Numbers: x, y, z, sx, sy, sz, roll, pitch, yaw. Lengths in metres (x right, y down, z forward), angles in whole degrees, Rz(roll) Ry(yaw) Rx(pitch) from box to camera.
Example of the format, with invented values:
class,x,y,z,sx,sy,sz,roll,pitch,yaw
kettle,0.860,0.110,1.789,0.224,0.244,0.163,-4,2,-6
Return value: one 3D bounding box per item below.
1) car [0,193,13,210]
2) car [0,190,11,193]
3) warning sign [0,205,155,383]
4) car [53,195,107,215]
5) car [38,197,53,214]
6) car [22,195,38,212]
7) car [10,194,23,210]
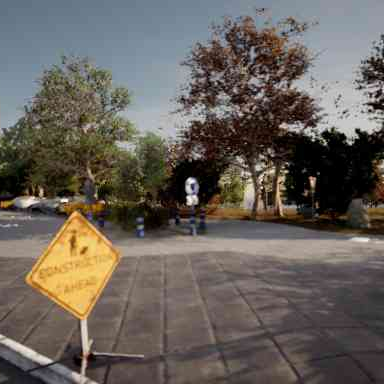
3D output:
class,x,y,z,sx,sy,sz,roll,pitch,yaw
car,-18.826,1.170,37.275,1.946,1.575,5.366,1,1,36
car,-23.178,0.813,40.700,2.435,2.045,5.566,1,1,36
warning sign,-1.344,1.151,3.973,1.060,1.860,1.300,-4,1,35
car,-9.855,1.387,30.985,2.097,1.535,5.008,1,1,36
car,-12.074,1.208,32.641,2.185,1.767,4.553,1,1,36
car,-14.252,1.311,34.148,2.163,1.488,4.792,1,1,36
car,-16.478,1.267,35.796,2.002,1.452,4.674,1,1,36
